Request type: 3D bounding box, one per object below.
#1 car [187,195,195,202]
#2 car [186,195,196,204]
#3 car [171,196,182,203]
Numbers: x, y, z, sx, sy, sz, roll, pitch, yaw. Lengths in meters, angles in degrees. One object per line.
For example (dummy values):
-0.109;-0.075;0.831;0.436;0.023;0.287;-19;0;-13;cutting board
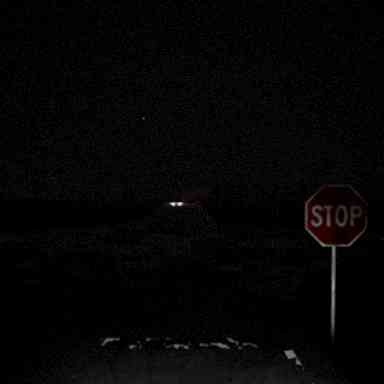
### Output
-0.226;1.359;70.708;1.812;1.442;4.674;0;0;0;car
-0.194;1.428;60.671;2.128;1.511;4.902;0;0;0;car
-2.960;1.497;65.693;1.994;1.385;4.181;0;0;0;car
